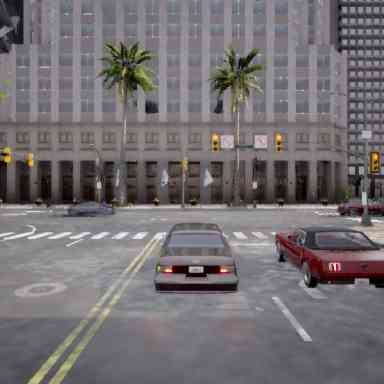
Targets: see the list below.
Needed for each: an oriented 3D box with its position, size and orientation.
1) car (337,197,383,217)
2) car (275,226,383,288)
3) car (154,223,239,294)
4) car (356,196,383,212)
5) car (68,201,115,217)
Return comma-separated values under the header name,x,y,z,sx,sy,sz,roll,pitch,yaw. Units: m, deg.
name,x,y,z,sx,sy,sz,roll,pitch,yaw
car,15.894,1.352,30.611,4.553,1.767,2.097,0,0,0
car,3.646,1.601,9.216,1.895,1.301,4.718,0,0,2
car,0.099,1.547,8.950,2.033,1.411,5.357,0,0,0
car,21.412,1.352,37.784,4.553,1.767,2.097,0,0,0
car,-9.237,1.564,30.720,4.181,1.385,1.994,0,0,0
